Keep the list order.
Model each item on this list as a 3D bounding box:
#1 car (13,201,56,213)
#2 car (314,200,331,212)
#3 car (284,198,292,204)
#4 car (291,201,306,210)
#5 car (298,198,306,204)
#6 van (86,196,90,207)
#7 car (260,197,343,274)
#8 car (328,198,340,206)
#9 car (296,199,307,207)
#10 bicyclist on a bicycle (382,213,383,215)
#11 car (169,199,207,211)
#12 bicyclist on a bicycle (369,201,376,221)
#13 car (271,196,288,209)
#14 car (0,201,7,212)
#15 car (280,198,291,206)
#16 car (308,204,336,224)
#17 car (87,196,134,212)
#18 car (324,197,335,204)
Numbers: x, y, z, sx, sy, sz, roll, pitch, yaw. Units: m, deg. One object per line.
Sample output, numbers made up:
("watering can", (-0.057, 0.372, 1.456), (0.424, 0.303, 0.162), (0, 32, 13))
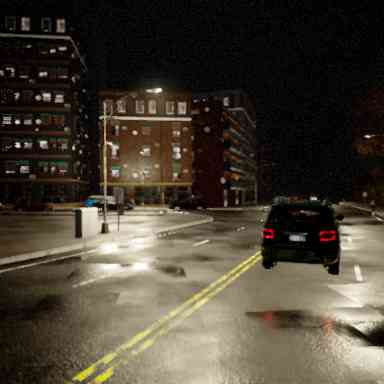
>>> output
("car", (-16.902, 1.597, 35.789), (4.206, 1.307, 1.802), (1, -1, -7))
("car", (18.840, 1.940, 48.058), (2.128, 1.511, 4.902), (-1, -1, 21))
("car", (24.559, 2.293, 84.743), (1.837, 1.490, 4.892), (-1, -1, 18))
("car", (16.671, 2.068, 52.035), (1.994, 1.385, 4.181), (-1, -1, 21))
("car", (27.089, 2.238, 81.972), (1.882, 1.535, 5.008), (-1, -1, 18))
("van", (-12.192, 1.459, 44.792), (3.998, 1.788, 1.690), (1, -1, -7))
("car", (3.842, 1.336, 11.306), (2.150, 2.045, 5.566), (-1, -1, 24))
("car", (30.784, 2.124, 72.318), (1.882, 1.535, 5.008), (-1, -1, 18))
("car", (21.974, 2.187, 66.555), (1.994, 1.385, 4.181), (-1, -1, 19))
("bicyclist on a bicycle", (12.311, 1.613, 20.636), (0.866, 1.612, 1.509), (-1, -1, 23))
("car", (-0.498, 1.719, 43.688), (5.008, 1.535, 1.882), (1, 0, -9))
("bicyclist on a bicycle", (15.788, 1.624, 29.114), (0.659, 1.776, 1.843), (-1, 0, 22))
("car", (15.007, 1.791, 56.834), (2.150, 2.045, 5.566), (-1, -1, 21))
("car", (-22.492, 1.262, 35.134), (5.009, 1.841, 2.192), (1, -2, -7))
("car", (19.908, 2.167, 70.560), (1.882, 1.535, 5.008), (-1, -1, 19))
("car", (11.187, 1.818, 28.521), (2.033, 1.411, 5.357), (-1, -1, 22))
("car", (-9.320, 1.610, 39.271), (4.902, 1.511, 2.128), (1, 0, -6))
("car", (33.905, 2.085, 81.962), (2.097, 1.767, 4.553), (-1, -1, 17))
